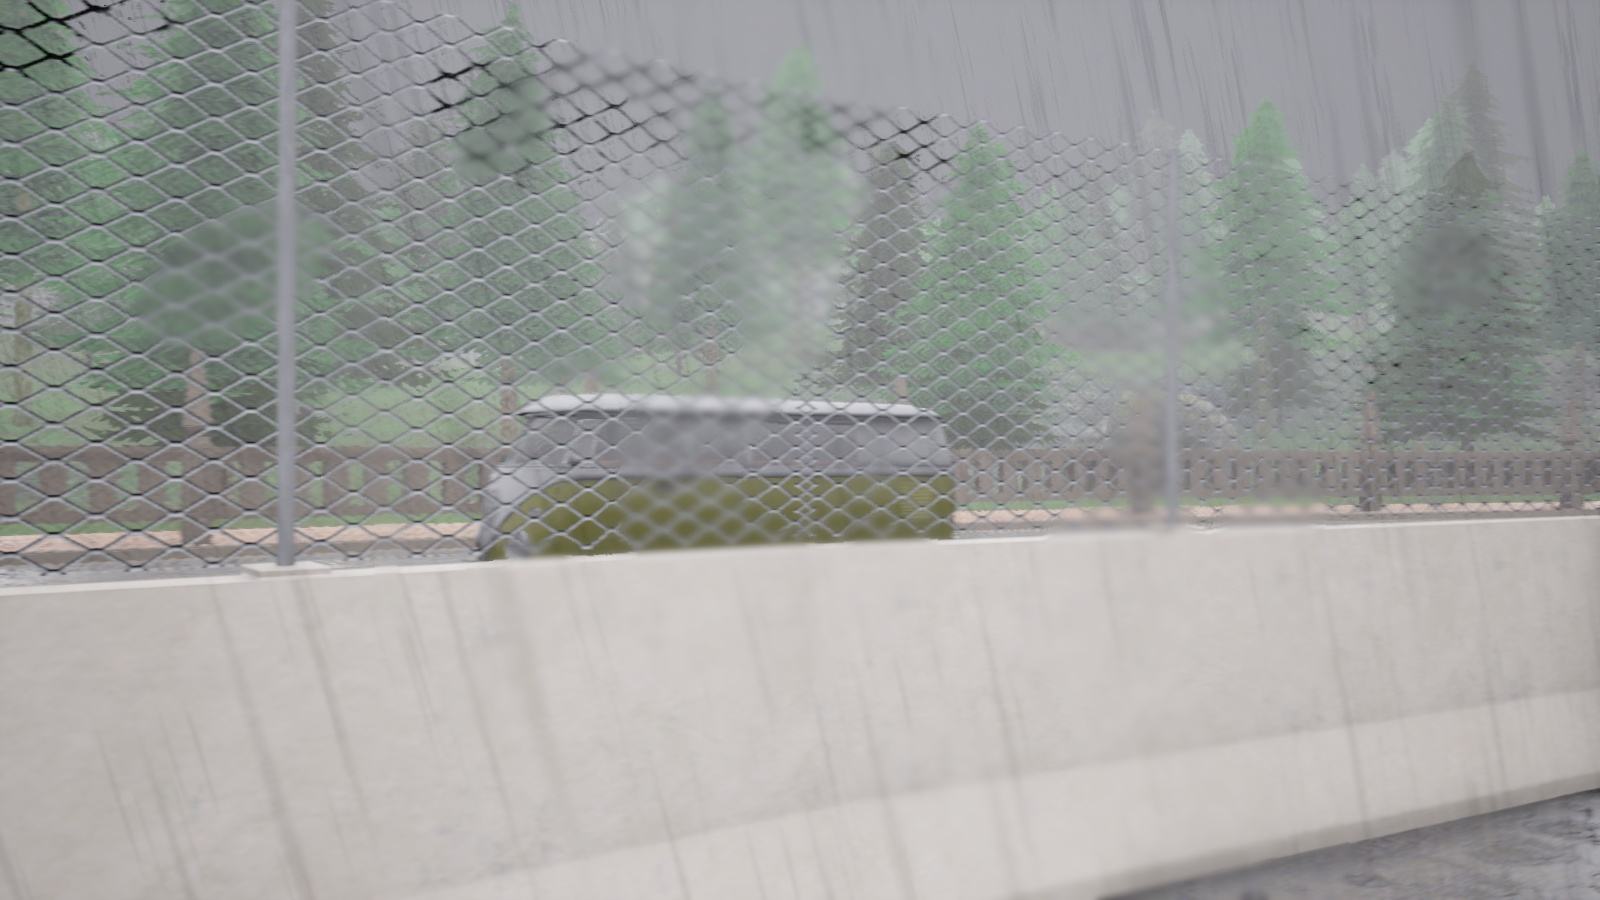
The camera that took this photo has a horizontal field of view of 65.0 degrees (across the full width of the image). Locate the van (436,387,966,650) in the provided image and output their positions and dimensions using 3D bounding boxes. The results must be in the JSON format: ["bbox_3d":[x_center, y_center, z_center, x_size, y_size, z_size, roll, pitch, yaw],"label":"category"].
[{"bbox_3d":[-0.819,0.521,11.369,4.442,1.987,1.775,0,0,-31],"label":"van"}]
